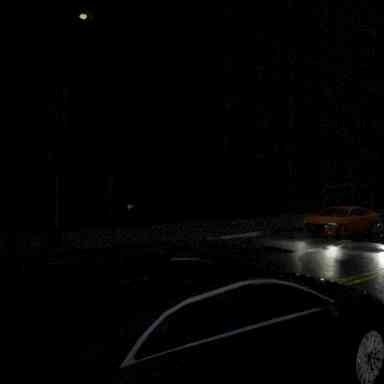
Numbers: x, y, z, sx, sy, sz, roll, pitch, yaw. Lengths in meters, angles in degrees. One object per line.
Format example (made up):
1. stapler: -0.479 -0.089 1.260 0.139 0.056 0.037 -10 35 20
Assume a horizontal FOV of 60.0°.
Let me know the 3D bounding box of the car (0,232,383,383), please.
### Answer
1. car: 0.300 1.491 3.651 4.902 1.511 2.128 0 0 -35

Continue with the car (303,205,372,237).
1. car: 7.800 1.479 17.227 5.008 1.535 1.882 0 0 -35

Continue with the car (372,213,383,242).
1. car: 10.282 1.565 15.004 4.181 1.385 1.994 0 0 -35
